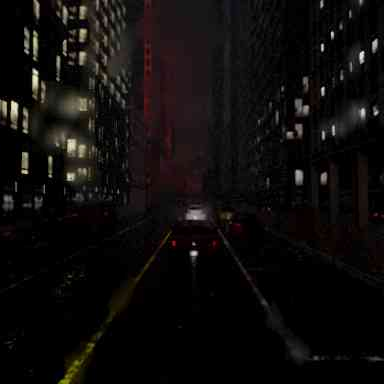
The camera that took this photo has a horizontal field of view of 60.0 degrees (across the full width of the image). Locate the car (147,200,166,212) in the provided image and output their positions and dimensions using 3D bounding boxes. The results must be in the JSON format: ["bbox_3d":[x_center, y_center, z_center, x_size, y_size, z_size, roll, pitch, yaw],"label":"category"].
[{"bbox_3d":[-5.101,2.025,46.261,1.887,1.381,4.507,1,-1,1],"label":"car"}]

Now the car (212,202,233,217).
[{"bbox_3d":[3.042,1.834,29.655,1.752,1.417,4.829,1,-1,1],"label":"car"}]

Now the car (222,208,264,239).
[{"bbox_3d":[2.876,1.774,18.331,1.802,1.307,4.206,1,-1,1],"label":"car"}]

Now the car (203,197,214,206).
[{"bbox_3d":[3.686,2.086,74.098,2.192,1.841,5.009,1,-1,1],"label":"car"}]

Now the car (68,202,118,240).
[{"bbox_3d":[-5.498,1.506,18.393,2.192,1.841,5.009,1,-1,1],"label":"car"}]

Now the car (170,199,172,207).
[{"bbox_3d":[-4.940,2.140,57.410,1.887,1.381,4.507,1,-1,1],"label":"car"}]

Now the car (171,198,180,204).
[{"bbox_3d":[-4.459,2.496,90.856,2.008,1.369,4.403,1,-1,1],"label":"car"}]

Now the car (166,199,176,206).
[{"bbox_3d":[-4.699,2.315,74.133,1.887,1.381,4.507,1,-1,1],"label":"car"}]

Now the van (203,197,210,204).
[{"bbox_3d":[3.926,2.287,90.826,1.690,1.788,3.998,1,-1,1],"label":"van"}]

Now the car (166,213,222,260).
[{"bbox_3d":[0.117,1.738,13.088,1.895,1.301,4.718,0,-1,1],"label":"car"}]

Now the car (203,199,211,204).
[{"bbox_3d":[3.841,2.470,85.248,1.802,1.307,4.206,1,-1,1],"label":"car"}]

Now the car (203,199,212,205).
[{"bbox_3d":[3.762,2.395,79.672,1.947,1.339,4.313,1,-1,1],"label":"car"}]

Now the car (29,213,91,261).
[{"bbox_3d":[-5.584,1.715,12.816,1.802,1.307,4.206,1,-1,1],"label":"car"}]

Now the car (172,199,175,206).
[{"bbox_3d":[-4.860,2.205,62.984,2.008,1.369,4.403,1,-1,1],"label":"car"}]

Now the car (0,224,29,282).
[{"bbox_3d":[-5.661,1.516,7.243,1.967,1.590,4.097,1,-1,1],"label":"car"}]

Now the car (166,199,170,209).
[{"bbox_3d":[-5.021,2.088,51.836,2.008,1.369,4.403,1,-1,1],"label":"car"}]

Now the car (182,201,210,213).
[{"bbox_3d":[0.350,1.824,28.720,1.812,1.442,4.674,0,0,1],"label":"car"}]

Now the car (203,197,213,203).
[{"bbox_3d":[3.601,2.258,68.519,1.887,1.381,4.507,1,-1,1],"label":"car"}]

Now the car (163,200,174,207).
[{"bbox_3d":[-4.780,2.278,68.559,1.947,1.339,4.313,1,-1,1],"label":"car"}]

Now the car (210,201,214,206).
[{"bbox_3d":[3.118,1.931,35.061,1.947,1.339,4.313,1,-1,1],"label":"car"}]

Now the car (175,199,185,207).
[{"bbox_3d":[-2.148,2.230,65.859,2.033,1.411,5.357,0,-1,1],"label":"car"}]
